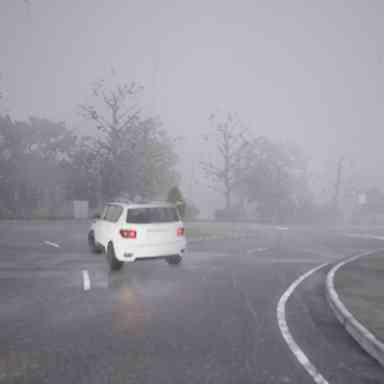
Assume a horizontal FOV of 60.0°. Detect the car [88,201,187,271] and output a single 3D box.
[{"bbox_3d":[-2.095,1.313,11.632,2.150,2.045,5.566,0,0,-25],"label":"car"}]
